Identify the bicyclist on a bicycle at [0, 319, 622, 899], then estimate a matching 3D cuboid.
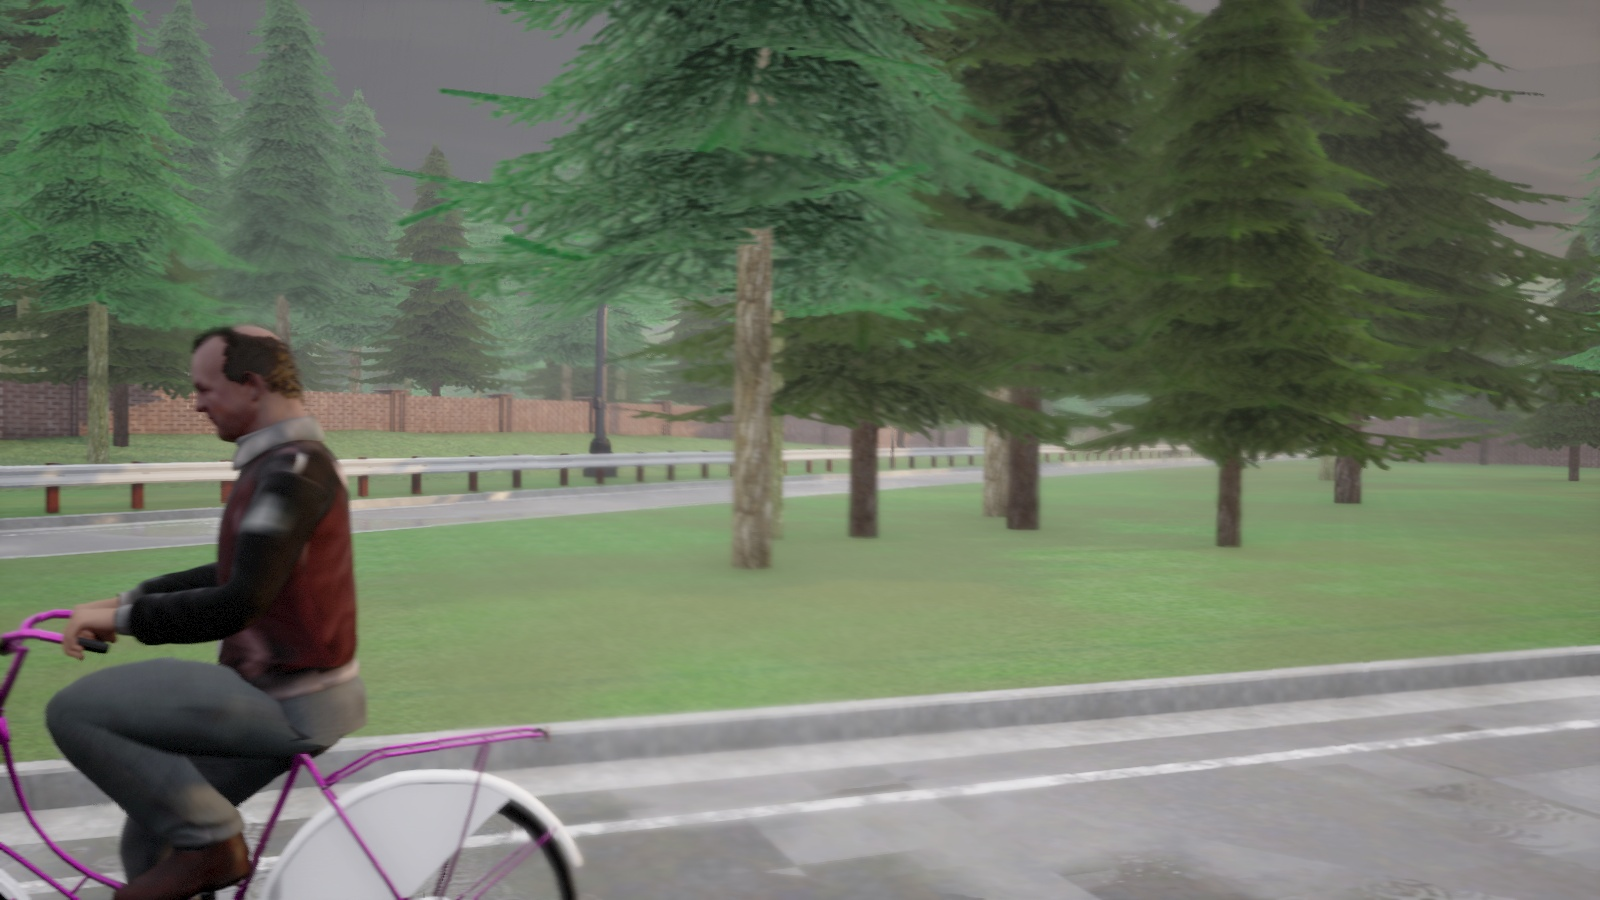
[{"bbox_3d":[-1.370,0.640,2.714,1.843,1.776,0.659,-1,1,-21],"label":"bicyclist on a bicycle"}]
